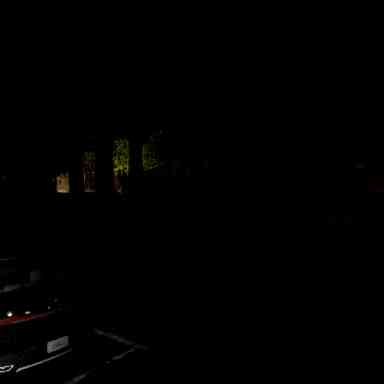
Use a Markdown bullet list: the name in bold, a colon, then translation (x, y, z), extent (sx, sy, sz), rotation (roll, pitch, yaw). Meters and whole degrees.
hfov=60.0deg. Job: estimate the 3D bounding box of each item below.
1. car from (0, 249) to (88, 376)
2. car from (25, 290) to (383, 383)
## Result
- **car**: translation (-3.364, 1.582, 5.221), extent (4.403, 1.369, 2.008), rotation (0, -1, 36)
- **car**: translation (1.072, 1.567, 2.057), extent (4.313, 1.339, 1.947), rotation (0, -1, 36)
